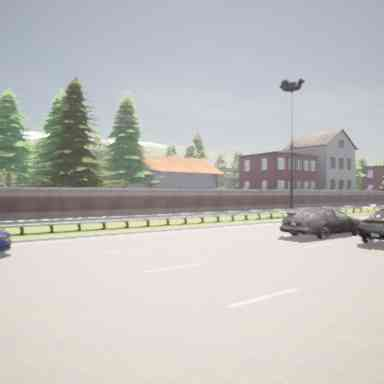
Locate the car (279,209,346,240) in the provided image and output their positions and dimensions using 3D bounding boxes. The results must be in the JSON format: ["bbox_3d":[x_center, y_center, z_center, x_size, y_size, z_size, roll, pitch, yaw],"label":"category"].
[{"bbox_3d":[6.862,1.579,17.235,5.357,1.411,2.033,0,0,-35],"label":"car"}]

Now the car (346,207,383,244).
[{"bbox_3d":[9.267,1.524,14.649,4.902,1.511,2.128,0,0,-35],"label":"car"}]

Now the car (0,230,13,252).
[{"bbox_3d":[-8.400,1.525,10.651,4.674,1.442,1.812,0,0,-35],"label":"car"}]

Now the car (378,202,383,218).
[{"bbox_3d":[18.914,1.630,30.120,4.181,1.385,1.994,0,0,-35],"label":"car"}]
